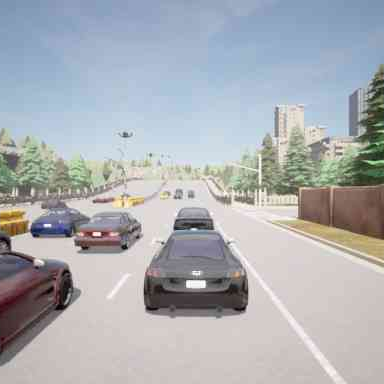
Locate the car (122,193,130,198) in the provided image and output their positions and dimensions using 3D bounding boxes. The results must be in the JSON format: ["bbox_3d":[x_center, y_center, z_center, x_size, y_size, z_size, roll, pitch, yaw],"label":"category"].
[{"bbox_3d":[-17.708,1.043,88.279,1.895,1.301,4.718,0,3,0],"label":"car"}]

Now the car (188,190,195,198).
[{"bbox_3d":[-0.219,0.871,90.093,1.837,1.490,4.892,0,4,0],"label":"car"}]

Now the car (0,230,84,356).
[{"bbox_3d":[-3.410,1.566,5.163,1.994,1.385,4.181,0,0,0],"label":"car"}]

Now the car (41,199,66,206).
[{"bbox_3d":[-17.642,1.579,42.586,1.994,1.385,4.181,0,0,0],"label":"car"}]

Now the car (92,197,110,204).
[{"bbox_3d":[-17.604,1.624,63.394,1.895,1.301,4.718,0,0,0],"label":"car"}]

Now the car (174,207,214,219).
[{"bbox_3d":[0.083,1.484,16.762,1.882,1.535,5.008,0,0,0],"label":"car"}]

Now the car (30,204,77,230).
[{"bbox_3d":[-6.919,1.571,17.963,1.994,1.385,4.181,0,0,0],"label":"car"}]

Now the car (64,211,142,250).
[{"bbox_3d":[-3.409,1.553,14.403,2.033,1.411,5.357,0,0,0],"label":"car"}]

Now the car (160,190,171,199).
[{"bbox_3d":[-7.199,1.056,86.935,1.882,1.535,5.008,0,3,0],"label":"car"}]

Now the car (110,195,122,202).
[{"bbox_3d":[-17.613,1.601,73.938,1.895,1.301,4.718,0,0,0],"label":"car"}]

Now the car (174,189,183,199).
[{"bbox_3d":[-3.698,0.935,86.921,2.097,1.767,4.553,0,3,0],"label":"car"}]

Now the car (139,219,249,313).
[{"bbox_3d":[0.088,1.567,7.772,1.994,1.385,4.181,0,0,1],"label":"car"}]
